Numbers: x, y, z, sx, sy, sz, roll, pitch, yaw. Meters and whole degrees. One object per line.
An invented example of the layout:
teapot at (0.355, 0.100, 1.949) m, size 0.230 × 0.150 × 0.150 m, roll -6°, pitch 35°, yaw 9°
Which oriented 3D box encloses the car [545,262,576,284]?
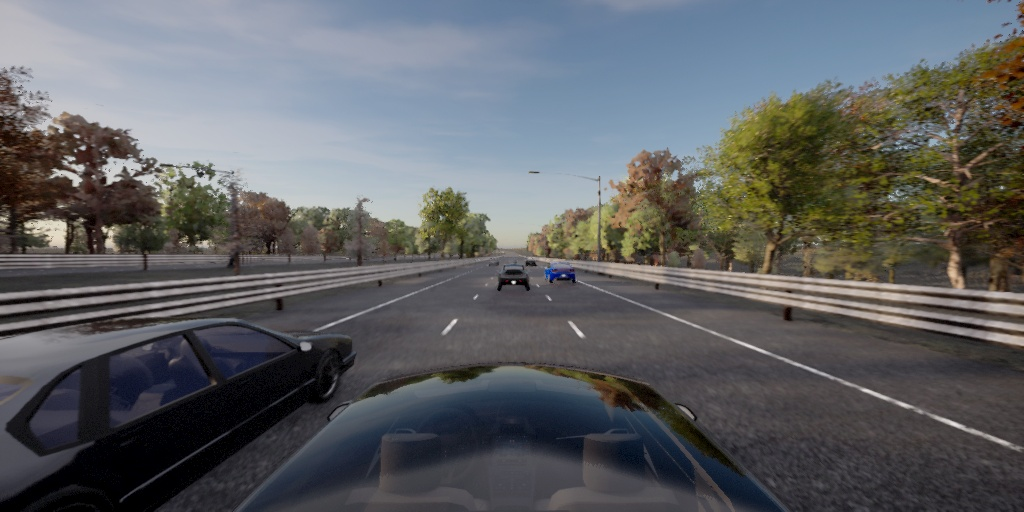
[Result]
car at (3.589, 1.217, 27.375) m, size 1.882 × 1.535 × 5.008 m, roll 0°, pitch 0°, yaw 0°

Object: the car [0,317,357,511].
car at (-3.400, 1.297, 3.275) m, size 2.033 × 1.411 × 5.357 m, roll 0°, pitch 0°, yaw 0°

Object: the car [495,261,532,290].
car at (0.091, 1.246, 22.652) m, size 1.837 × 1.490 × 4.892 m, roll 0°, pitch 0°, yaw 0°
